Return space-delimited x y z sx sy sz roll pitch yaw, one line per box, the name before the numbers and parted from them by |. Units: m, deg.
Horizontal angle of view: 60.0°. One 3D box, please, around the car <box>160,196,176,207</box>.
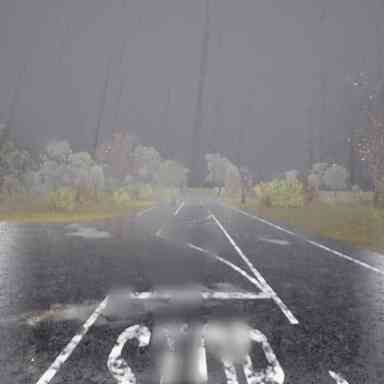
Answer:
car | -3.354 1.355 46.974 2.128 1.511 4.902 0 0 0
